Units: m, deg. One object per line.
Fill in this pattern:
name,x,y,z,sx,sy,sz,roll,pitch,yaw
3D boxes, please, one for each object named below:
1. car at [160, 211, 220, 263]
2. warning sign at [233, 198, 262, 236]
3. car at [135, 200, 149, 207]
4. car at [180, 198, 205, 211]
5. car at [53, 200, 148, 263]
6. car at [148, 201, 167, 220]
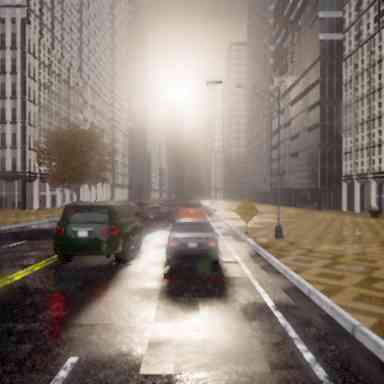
car,0.018,1.670,12.523,2.033,1.411,5.357,0,-1,0
warning sign,2.871,1.285,17.440,1.300,1.860,1.060,1,0,0
car,-9.735,2.233,65.291,1.895,1.301,4.718,0,-1,0
car,0.035,1.627,28.407,2.097,1.767,4.553,0,-1,1
car,-3.235,1.348,12.572,2.150,2.045,5.566,0,0,0
car,-3.211,1.806,28.902,1.812,1.442,4.674,0,0,1
